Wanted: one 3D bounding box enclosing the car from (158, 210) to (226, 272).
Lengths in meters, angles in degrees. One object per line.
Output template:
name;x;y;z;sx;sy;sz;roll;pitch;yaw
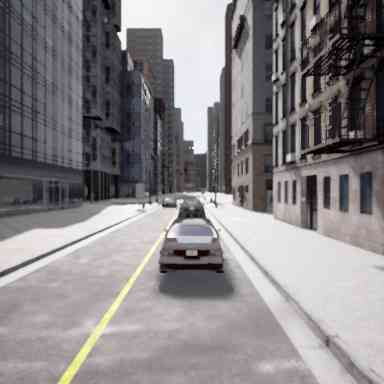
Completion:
car;0.006;1.534;10.646;2.033;1.411;5.357;0;0;0

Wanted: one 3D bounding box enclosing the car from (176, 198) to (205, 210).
car;0.006;1.319;27.727;2.097;1.767;4.553;0;0;1

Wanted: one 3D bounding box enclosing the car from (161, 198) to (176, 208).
car;-3.110;1.521;46.392;1.994;1.385;4.181;0;0;0
